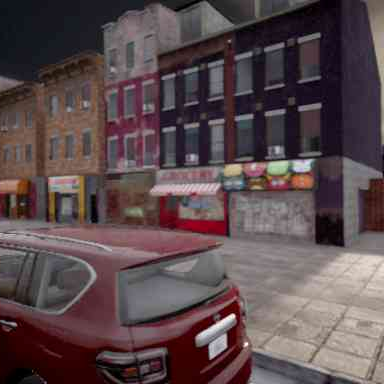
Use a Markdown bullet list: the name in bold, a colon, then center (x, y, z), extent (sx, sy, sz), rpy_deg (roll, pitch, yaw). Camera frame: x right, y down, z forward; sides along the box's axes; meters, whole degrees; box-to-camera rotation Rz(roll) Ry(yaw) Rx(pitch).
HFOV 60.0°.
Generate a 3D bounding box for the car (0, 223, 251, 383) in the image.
- **car**: center (-1.737, 1.323, 4.060), extent (5.009, 1.841, 2.192), rpy_deg (0, -1, 36)
